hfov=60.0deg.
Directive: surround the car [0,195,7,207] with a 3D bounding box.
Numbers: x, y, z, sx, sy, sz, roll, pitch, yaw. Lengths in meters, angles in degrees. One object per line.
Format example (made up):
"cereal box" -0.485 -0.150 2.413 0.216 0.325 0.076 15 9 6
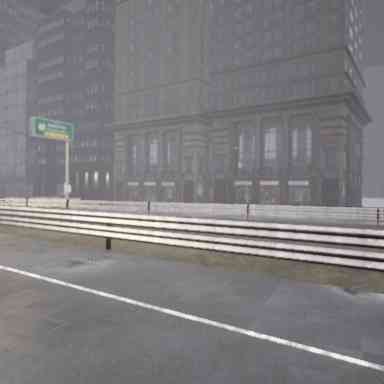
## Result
"car" -27.201 1.131 44.819 4.553 1.767 2.097 1 1 17
